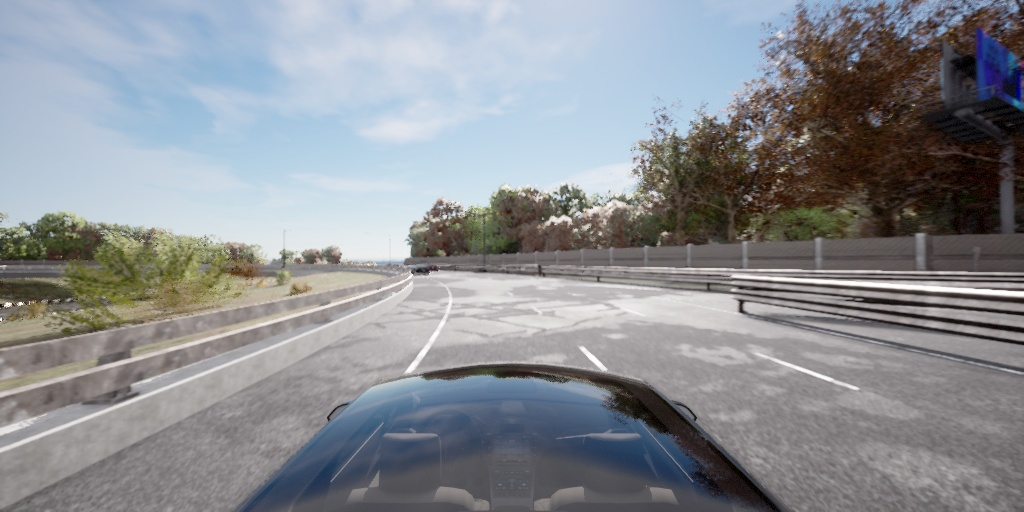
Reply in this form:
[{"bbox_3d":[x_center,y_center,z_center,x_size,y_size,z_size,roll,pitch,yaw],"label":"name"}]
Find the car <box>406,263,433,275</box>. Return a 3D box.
[{"bbox_3d":[-14.021,2.004,54.156,1.882,1.535,5.008,0,-1,-30],"label":"car"}]
